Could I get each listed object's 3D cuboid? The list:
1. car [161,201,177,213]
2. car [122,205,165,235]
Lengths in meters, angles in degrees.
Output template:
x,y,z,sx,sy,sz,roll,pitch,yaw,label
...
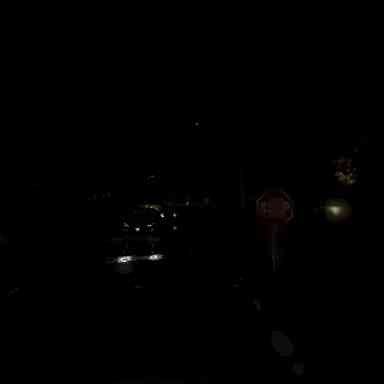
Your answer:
x,y,z,sx,sy,sz,roll,pitch,yaw,label
-2.975,1.957,43.608,1.812,1.442,4.674,0,-1,0,car
-2.853,1.727,19.821,1.837,1.490,4.892,0,-1,0,car
